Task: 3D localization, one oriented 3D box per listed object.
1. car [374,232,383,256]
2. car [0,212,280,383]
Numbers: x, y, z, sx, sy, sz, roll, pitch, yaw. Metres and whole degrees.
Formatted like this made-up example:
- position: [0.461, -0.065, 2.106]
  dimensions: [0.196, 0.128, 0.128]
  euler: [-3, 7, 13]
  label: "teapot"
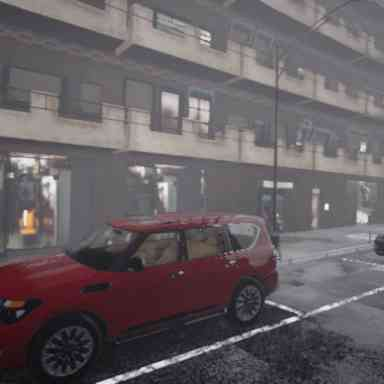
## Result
- position: [8.342, 1.608, 11.993]
  dimensions: [4.313, 1.339, 1.947]
  euler: [0, 1, -35]
  label: "car"
- position: [-0.673, 1.323, 5.582]
  dimensions: [5.009, 1.841, 2.192]
  euler: [0, 1, -35]
  label: "car"
